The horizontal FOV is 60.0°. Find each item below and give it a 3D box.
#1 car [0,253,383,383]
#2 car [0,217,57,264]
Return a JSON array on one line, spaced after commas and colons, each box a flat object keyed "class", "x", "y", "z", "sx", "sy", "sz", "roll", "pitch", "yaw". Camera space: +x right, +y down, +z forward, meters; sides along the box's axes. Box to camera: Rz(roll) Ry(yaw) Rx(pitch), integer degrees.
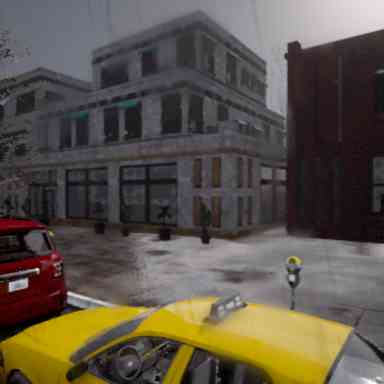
[{"class": "car", "x": 0.067, "y": 1.539, "z": 2.825, "sx": 4.829, "sy": 1.417, "sz": 1.752, "roll": -1, "pitch": 0, "yaw": 36}, {"class": "car", "x": -4.316, "y": 1.378, "z": 5.947, "sx": 5.009, "sy": 1.841, "sz": 2.192, "roll": -1, "pitch": 0, "yaw": 36}]
